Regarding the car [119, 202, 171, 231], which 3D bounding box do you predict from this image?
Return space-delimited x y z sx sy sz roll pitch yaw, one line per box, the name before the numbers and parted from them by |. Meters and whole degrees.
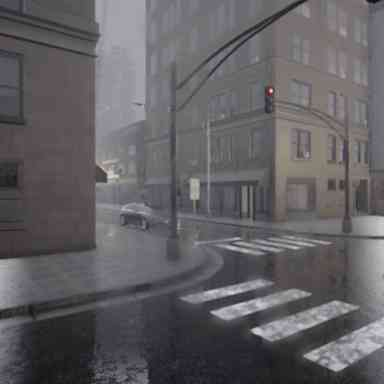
car | -2.800 1.396 20.155 1.837 1.490 4.892 0 0 -36
